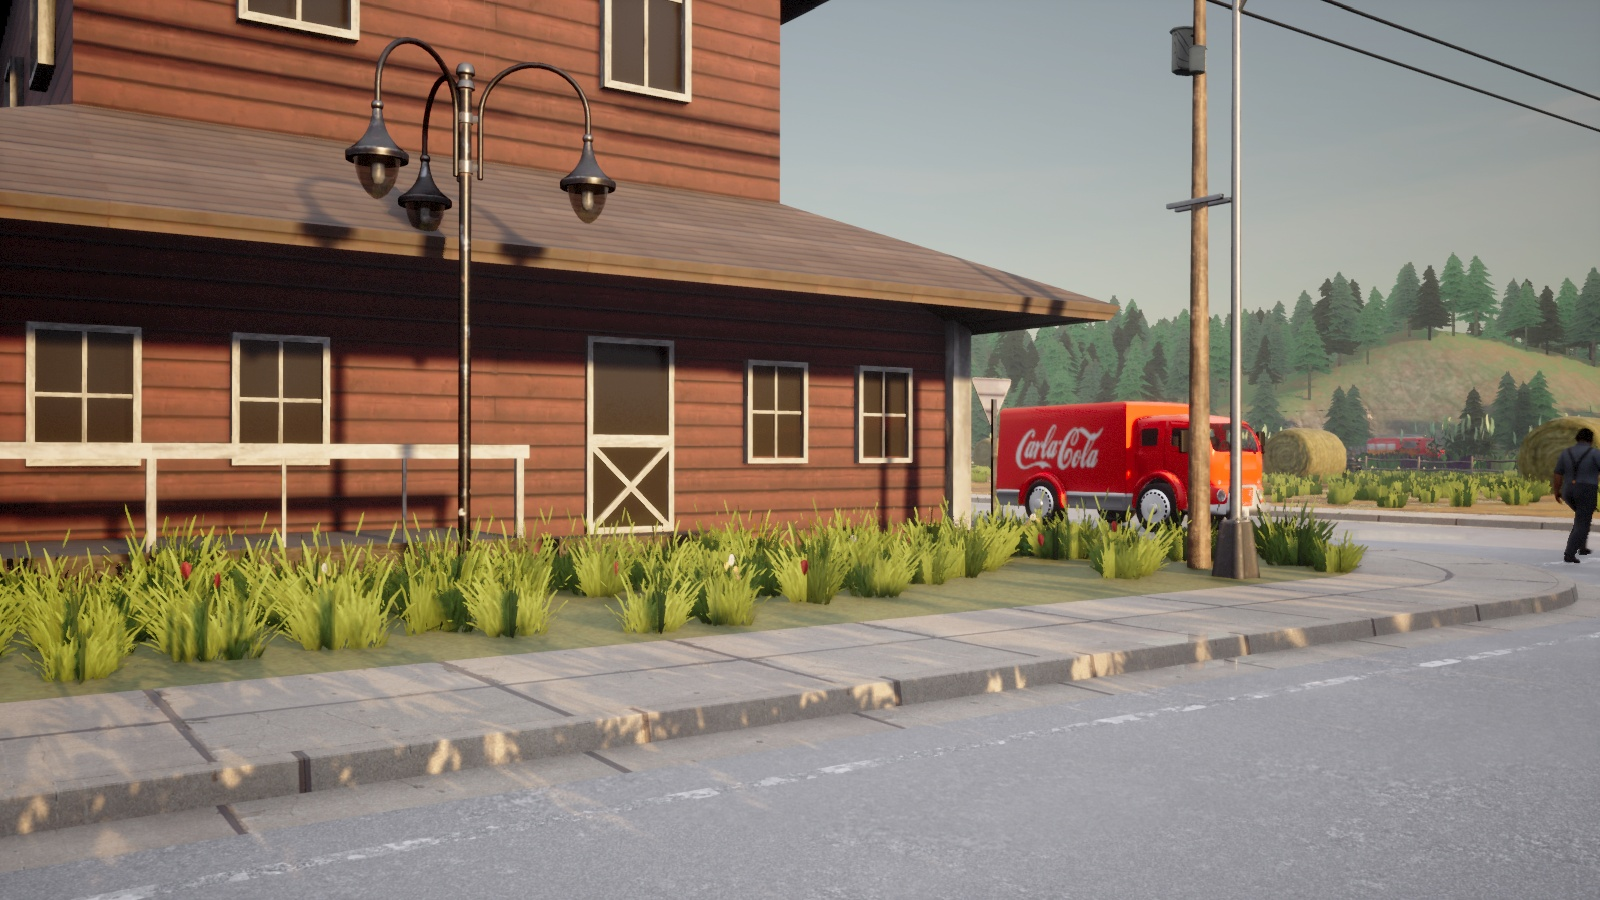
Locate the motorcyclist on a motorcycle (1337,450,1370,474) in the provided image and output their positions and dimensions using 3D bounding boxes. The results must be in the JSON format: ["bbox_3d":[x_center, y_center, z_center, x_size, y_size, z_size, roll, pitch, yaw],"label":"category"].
[{"bbox_3d":[36.559,0.789,82.942,0.866,1.590,1.817,0,0,-32],"label":"motorcyclist on a motorcycle"}]

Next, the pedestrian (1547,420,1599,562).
[{"bbox_3d":[10.478,0.538,16.796,0.694,1.848,0.540,0,0,-26],"label":"pedestrian"}]

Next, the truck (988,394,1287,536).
[{"bbox_3d":[6.493,0.283,24.770,2.627,2.467,5.204,0,0,-36],"label":"truck"}]
